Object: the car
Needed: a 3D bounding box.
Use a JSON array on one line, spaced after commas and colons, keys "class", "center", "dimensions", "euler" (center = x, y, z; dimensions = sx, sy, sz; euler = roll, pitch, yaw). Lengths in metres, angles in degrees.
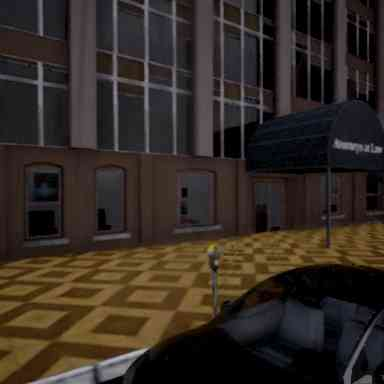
[{"class": "car", "center": [1.403, 1.549, 3.422], "dimensions": [4.313, 1.339, 1.947], "euler": [0, 0, -35]}]
